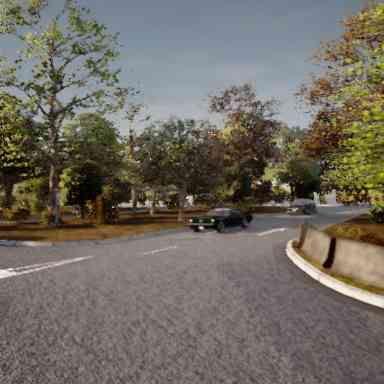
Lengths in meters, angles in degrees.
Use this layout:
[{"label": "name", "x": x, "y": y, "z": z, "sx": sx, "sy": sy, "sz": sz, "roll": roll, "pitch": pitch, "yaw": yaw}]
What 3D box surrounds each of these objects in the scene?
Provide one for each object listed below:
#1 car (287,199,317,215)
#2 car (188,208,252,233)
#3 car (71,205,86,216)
[{"label": "car", "x": 10.807, "y": 1.440, "z": 32.617, "sx": 1.837, "sy": 1.490, "sz": 4.892, "roll": -4, "pitch": -2, "yaw": 35}, {"label": "car", "x": 1.763, "y": 1.628, "z": 19.822, "sx": 1.895, "sy": 1.301, "sz": 4.718, "roll": -4, "pitch": -2, "yaw": 36}, {"label": "car", "x": -12.188, "y": 2.064, "z": 40.078, "sx": 2.128, "sy": 1.511, "sz": 4.902, "roll": -4, "pitch": -1, "yaw": 35}]
